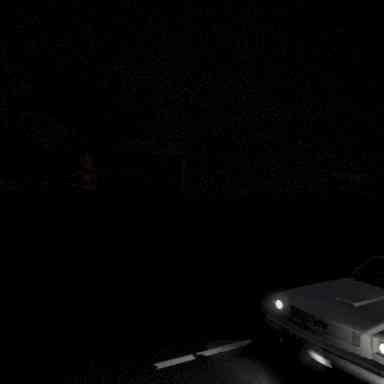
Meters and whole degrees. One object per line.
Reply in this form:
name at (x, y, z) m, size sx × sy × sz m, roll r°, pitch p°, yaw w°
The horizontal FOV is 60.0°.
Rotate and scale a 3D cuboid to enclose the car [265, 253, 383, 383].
car at (3.399, 1.627, 4.903) m, size 4.718 × 1.301 × 1.895 m, roll 1°, pitch 0°, yaw -29°
